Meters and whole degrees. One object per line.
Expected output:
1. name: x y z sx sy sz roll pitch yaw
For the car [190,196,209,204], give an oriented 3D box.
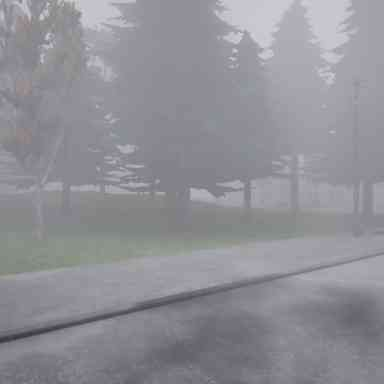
1. car: 1.250 1.530 62.802 1.812 1.442 4.674 0 0 -35
